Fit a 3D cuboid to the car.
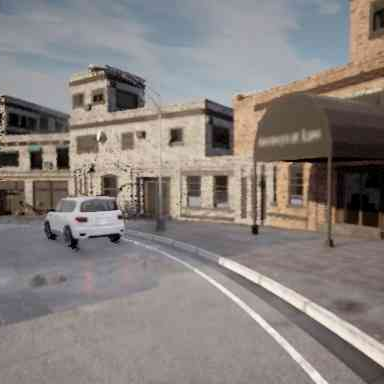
[{"bbox_3d":[-5.079,1.238,15.284,2.150,2.045,5.566,-2,1,-37],"label":"car"}]
